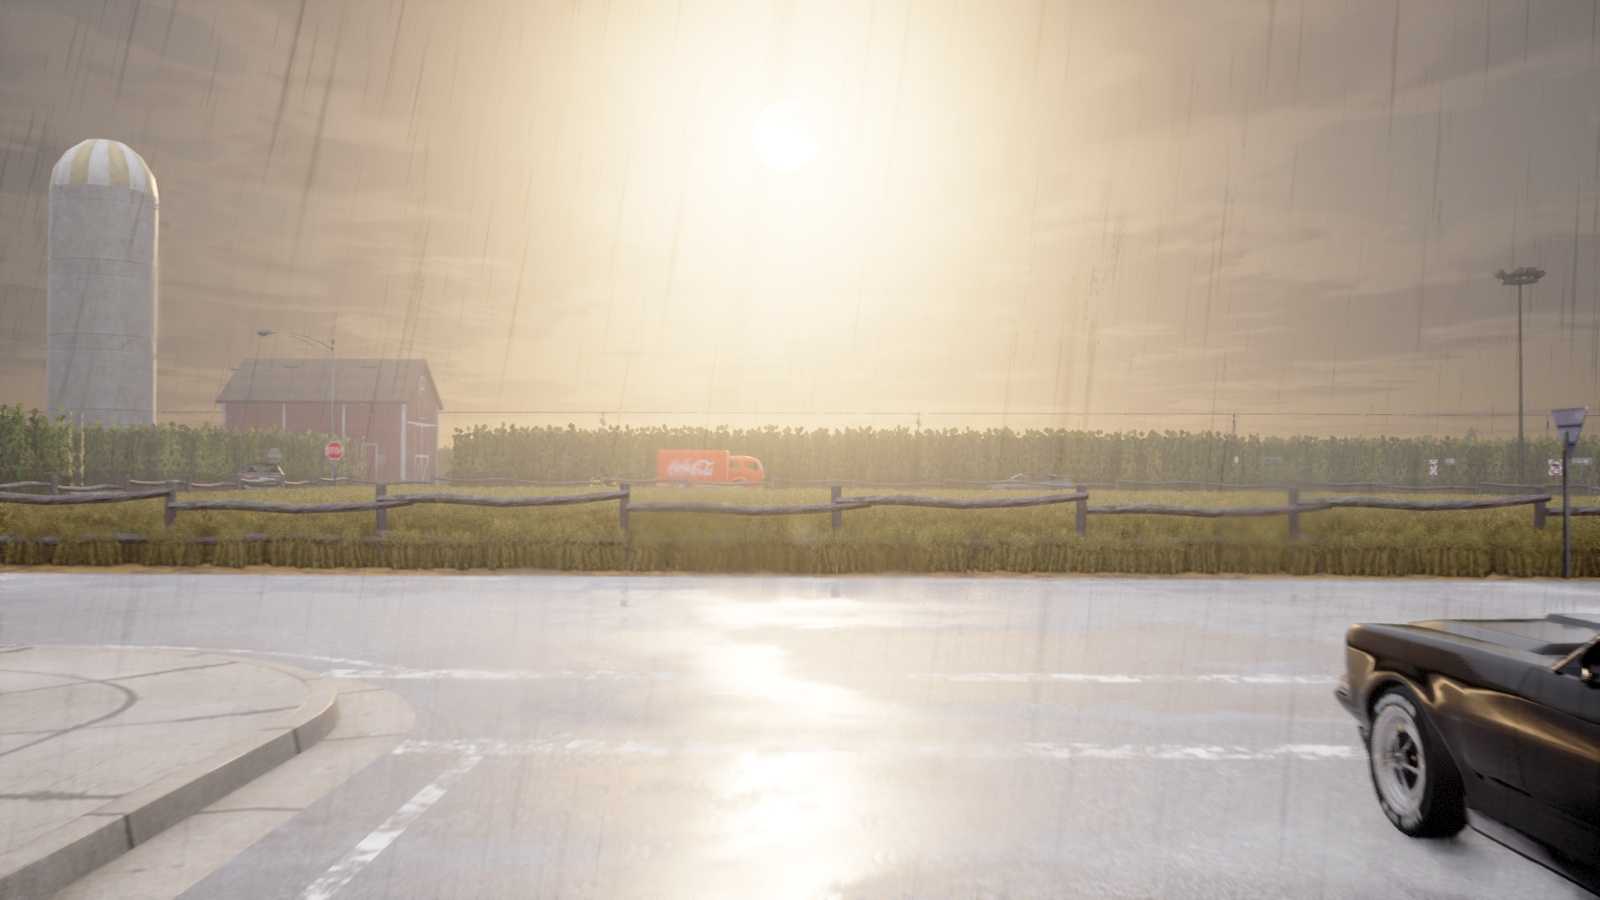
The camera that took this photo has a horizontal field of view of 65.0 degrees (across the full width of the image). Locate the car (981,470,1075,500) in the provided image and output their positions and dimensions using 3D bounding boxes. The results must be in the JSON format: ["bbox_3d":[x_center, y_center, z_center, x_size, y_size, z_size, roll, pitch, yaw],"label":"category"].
[{"bbox_3d":[11.782,1.788,65.130,4.514,1.525,2.007,0,-1,1],"label":"car"}]

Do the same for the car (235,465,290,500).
[{"bbox_3d":[-26.864,1.614,62.680,2.242,1.667,4.611,1,-1,-27],"label":"car"}]

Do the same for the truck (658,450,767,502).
[{"bbox_3d":[-4.279,1.283,62.336,5.204,2.467,2.627,0,-1,1],"label":"truck"}]

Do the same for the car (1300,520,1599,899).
[{"bbox_3d":[3.490,0.968,3.995,1.895,1.301,4.718,0,-1,0],"label":"car"}]
